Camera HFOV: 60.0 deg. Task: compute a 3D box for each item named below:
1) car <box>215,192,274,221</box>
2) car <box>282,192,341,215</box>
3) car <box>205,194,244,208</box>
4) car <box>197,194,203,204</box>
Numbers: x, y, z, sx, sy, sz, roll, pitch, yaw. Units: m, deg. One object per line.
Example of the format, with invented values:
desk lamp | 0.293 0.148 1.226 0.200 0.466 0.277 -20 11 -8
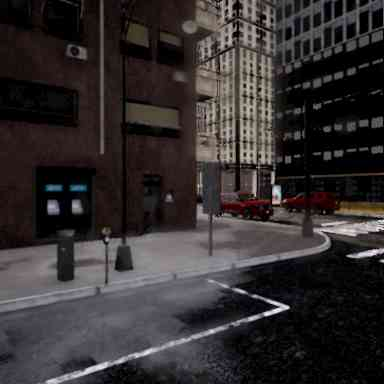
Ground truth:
car | 3.415 0.930 23.578 2.192 1.841 5.009 1 0 -36
car | 10.156 0.909 28.554 2.192 1.841 5.009 1 0 -36
car | 3.627 0.953 37.529 1.947 1.339 4.313 1 0 -36
car | 0.365 0.849 42.016 1.947 1.339 4.313 1 0 -36
